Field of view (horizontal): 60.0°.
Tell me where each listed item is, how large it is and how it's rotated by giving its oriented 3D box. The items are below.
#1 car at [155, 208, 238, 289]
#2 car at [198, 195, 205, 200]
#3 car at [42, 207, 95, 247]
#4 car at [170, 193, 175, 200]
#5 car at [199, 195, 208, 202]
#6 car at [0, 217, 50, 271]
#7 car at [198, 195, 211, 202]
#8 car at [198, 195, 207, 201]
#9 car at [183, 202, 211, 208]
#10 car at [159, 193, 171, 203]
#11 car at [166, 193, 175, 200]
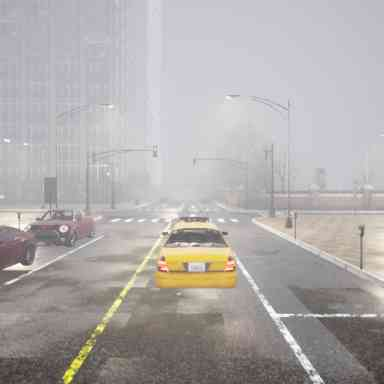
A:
[{"bbox_3d":[0.088,1.454,9.127,1.801,1.575,5.366,0,0,0],"label":"car"},{"bbox_3d":[2.583,1.411,91.448,1.887,1.381,4.507,0,0,0],"label":"car"},{"bbox_3d":[-5.708,1.433,14.617,1.967,1.590,4.097,0,0,0],"label":"car"},{"bbox_3d":[-5.936,1.324,85.823,1.967,1.590,4.097,0,0,0],"label":"car"},{"bbox_3d":[2.602,1.454,74.766,1.887,1.381,4.507,0,0,0],"label":"car"},{"bbox_3d":[-5.701,1.579,8.924,1.802,1.307,4.206,0,0,0],"label":"car"},{"bbox_3d":[2.676,1.492,63.651,1.947,1.339,4.313,0,0,0],"label":"car"},{"bbox_3d":[2.596,1.448,80.326,2.008,1.369,4.403,0,0,0],"label":"car"},{"bbox_3d":[0.093,1.535,19.390,2.033,1.411,5.357,0,0,0],"label":"car"},{"bbox_3d":[-5.917,1.485,69.140,1.947,1.339,4.313,0,0,0],"label":"car"},{"bbox_3d":[-5.942,1.181,91.382,2.192,1.841,5.009,0,0,0],"label":"car"}]
